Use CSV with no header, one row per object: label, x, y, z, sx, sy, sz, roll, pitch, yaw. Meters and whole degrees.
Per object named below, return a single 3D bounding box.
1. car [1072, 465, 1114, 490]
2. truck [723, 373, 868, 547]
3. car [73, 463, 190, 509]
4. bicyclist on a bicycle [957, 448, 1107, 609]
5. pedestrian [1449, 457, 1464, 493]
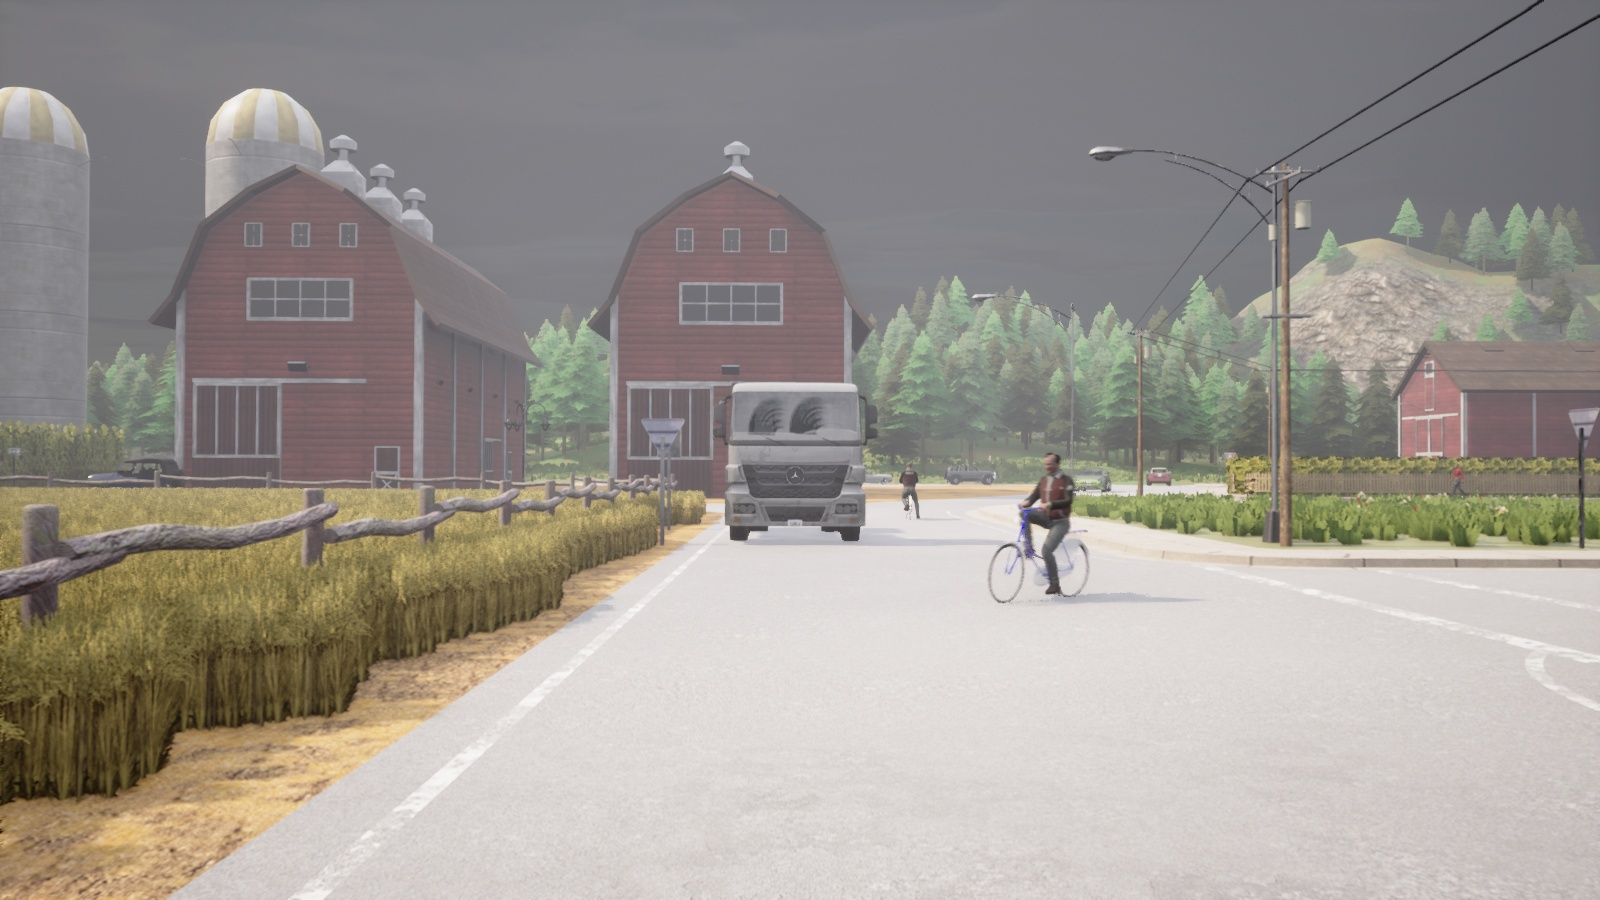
car,18.396,1.690,78.744,2.007,1.525,4.514,-1,-1,21
truck,-0.109,0.252,29.038,2.891,3.462,7.936,0,-1,0
car,-27.899,1.482,52.508,3.866,1.878,1.905,0,-1,-3
bicyclist on a bicycle,2.751,0.886,14.787,1.843,1.776,0.659,1,1,-39
pedestrian,34.072,1.279,65.177,0.636,1.846,0.331,0,-1,-5
